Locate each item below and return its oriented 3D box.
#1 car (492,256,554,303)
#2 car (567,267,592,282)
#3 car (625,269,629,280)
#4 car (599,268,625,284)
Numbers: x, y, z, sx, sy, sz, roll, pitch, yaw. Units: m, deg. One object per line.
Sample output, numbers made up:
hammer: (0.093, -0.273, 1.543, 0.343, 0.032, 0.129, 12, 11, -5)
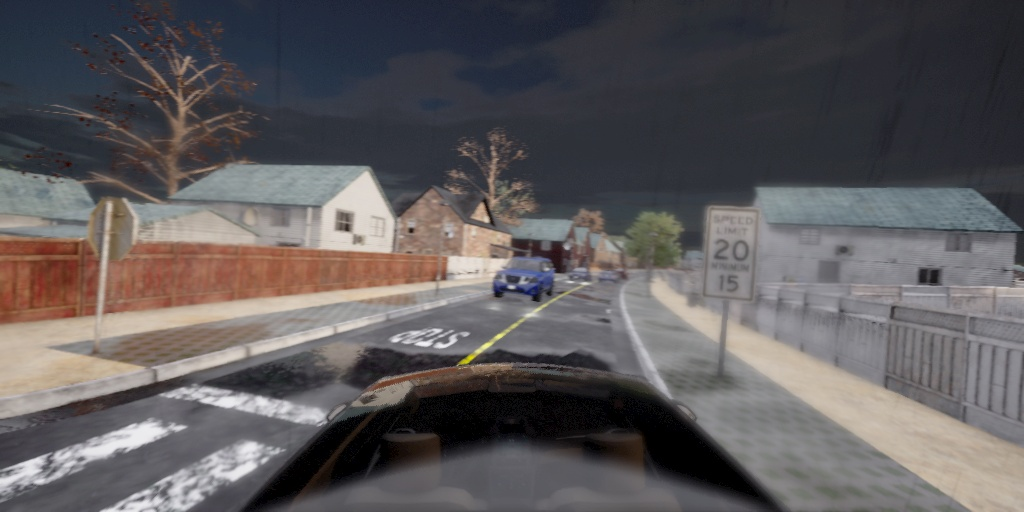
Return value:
car: (0.787, 1.064, 18.275, 2.150, 2.045, 5.566, 5, 0, 16)
car: (7.364, 1.928, 38.156, 1.812, 1.442, 4.674, 5, 0, 21)
car: (14.811, 2.411, 48.890, 1.882, 1.535, 5.008, 5, 1, 25)
car: (10.464, 2.194, 38.270, 2.033, 1.411, 5.357, 5, 0, 22)
